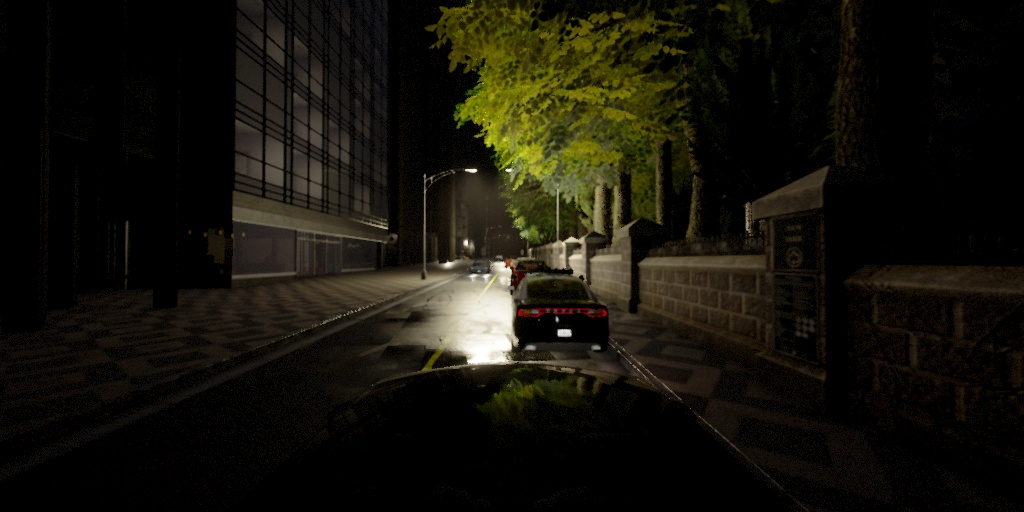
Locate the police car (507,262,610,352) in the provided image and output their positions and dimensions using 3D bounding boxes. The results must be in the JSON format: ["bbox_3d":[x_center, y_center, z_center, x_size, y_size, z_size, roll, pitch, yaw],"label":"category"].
[{"bbox_3d":[0.921,1.109,8.826,1.930,1.638,5.238,0,1,0],"label":"police car"}]

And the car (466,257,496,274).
[{"bbox_3d":[-2.992,0.990,35.417,2.033,1.411,5.357,0,0,0],"label":"car"}]

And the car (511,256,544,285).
[{"bbox_3d":[0.972,0.889,24.689,2.097,1.767,4.553,0,1,0],"label":"car"}]

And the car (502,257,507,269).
[{"bbox_3d":[0.187,0.696,46.972,2.097,1.767,4.553,0,0,1],"label":"car"}]

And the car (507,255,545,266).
[{"bbox_3d":[0.952,0.944,18.687,2.097,1.767,4.553,0,1,0],"label":"car"}]
